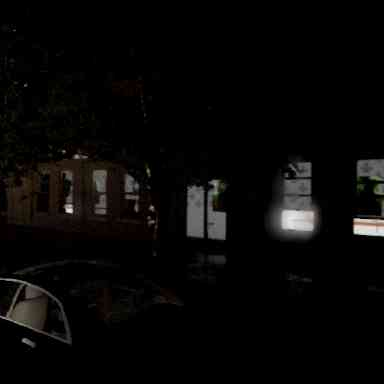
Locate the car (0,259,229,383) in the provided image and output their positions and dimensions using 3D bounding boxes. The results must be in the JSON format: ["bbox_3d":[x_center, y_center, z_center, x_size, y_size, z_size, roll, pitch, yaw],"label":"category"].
[{"bbox_3d":[-1.685,1.520,4.072,4.403,1.369,2.008,1,0,35],"label":"car"}]
